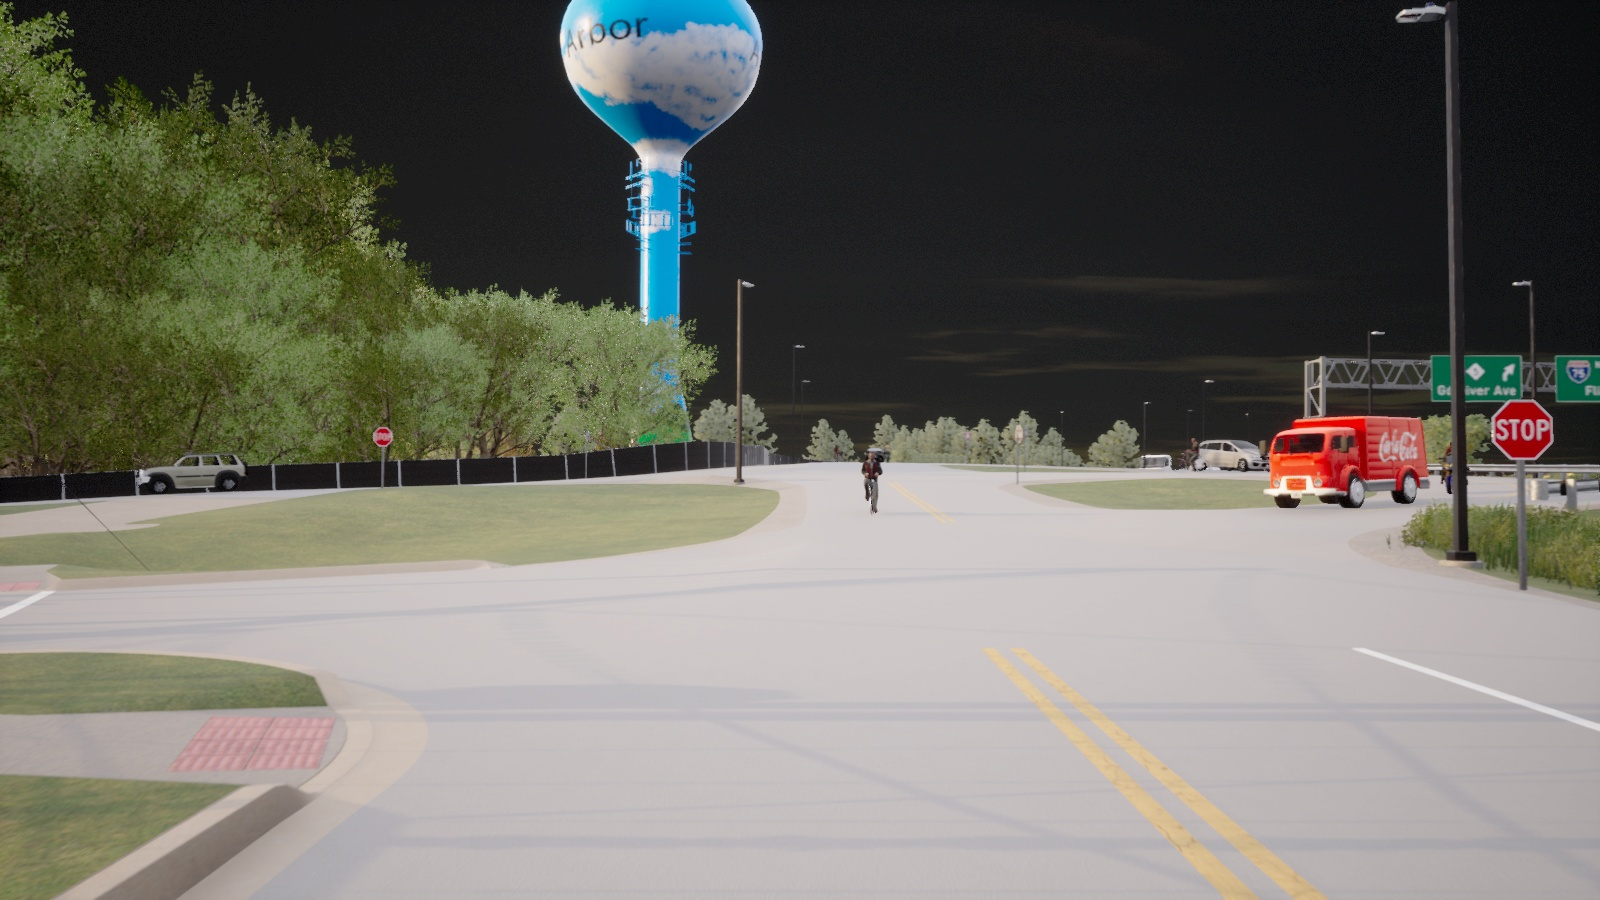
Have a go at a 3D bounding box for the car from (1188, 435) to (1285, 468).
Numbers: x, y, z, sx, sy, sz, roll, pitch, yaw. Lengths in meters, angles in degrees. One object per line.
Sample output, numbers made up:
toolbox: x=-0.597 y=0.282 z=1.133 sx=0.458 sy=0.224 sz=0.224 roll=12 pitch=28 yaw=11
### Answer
car: x=22.970 y=0.052 z=66.218 sx=2.242 sy=1.667 sz=4.611 roll=0 pitch=0 yaw=-25

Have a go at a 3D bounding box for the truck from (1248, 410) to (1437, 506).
truck: x=15.114 y=0.221 z=34.873 sx=5.204 sy=2.467 sz=2.627 roll=-1 pitch=-2 yaw=-40

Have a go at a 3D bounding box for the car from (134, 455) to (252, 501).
car: x=-27.731 y=1.285 z=57.421 sx=4.605 sy=1.855 sz=1.932 roll=-3 pitch=-1 yaw=-31

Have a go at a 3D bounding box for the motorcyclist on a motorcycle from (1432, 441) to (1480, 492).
motorcyclist on a motorcycle: x=21.072 y=0.516 z=40.311 sx=0.866 sy=1.530 sz=2.191 roll=-2 pitch=0 yaw=40

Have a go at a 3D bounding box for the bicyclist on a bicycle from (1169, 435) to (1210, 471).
bicyclist on a bicycle: x=19.288 y=0.135 z=62.262 sx=1.843 sy=1.776 sz=0.659 roll=-1 pitch=1 yaw=6
